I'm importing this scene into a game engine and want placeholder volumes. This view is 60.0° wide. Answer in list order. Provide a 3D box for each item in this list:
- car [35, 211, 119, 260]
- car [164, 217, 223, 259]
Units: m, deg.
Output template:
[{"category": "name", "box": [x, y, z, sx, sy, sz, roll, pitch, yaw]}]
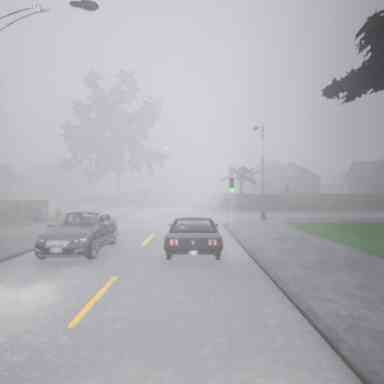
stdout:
[{"category": "car", "box": [-4.065, 1.483, 12.444, 2.128, 1.511, 4.902, 0, 0, 0]}, {"category": "car", "box": [0.062, 1.592, 12.519, 1.895, 1.301, 4.718, 0, 0, 0]}]
